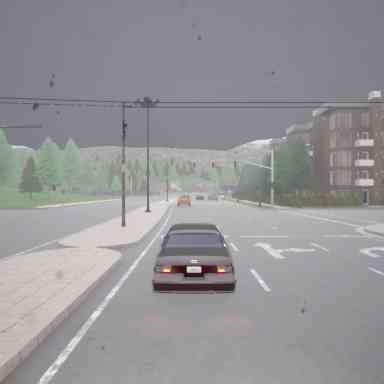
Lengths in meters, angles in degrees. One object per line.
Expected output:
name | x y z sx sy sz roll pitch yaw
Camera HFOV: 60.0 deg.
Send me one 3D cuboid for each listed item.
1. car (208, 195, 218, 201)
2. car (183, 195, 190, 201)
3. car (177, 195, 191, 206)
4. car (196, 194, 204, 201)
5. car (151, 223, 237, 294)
car | 5.555 1.539 85.562 2.033 1.411 5.357 0 0 0
car | -1.445 1.523 85.522 1.812 1.442 4.674 0 0 0
car | -1.309 1.352 54.697 2.097 1.767 4.553 0 0 -1
car | 2.055 1.477 85.558 1.882 1.535 5.008 0 0 0
car | 0.050 1.547 8.951 2.033 1.411 5.357 0 0 0
